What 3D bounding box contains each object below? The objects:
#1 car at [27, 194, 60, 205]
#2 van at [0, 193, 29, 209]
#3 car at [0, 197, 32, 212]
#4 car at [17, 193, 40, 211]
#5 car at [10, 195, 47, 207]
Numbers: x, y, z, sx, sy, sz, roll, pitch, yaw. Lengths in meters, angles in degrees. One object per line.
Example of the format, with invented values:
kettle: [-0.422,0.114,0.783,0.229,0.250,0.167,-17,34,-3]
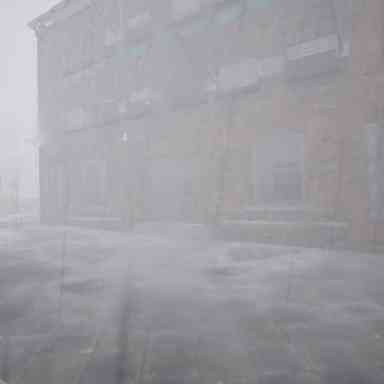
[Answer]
car: [-23.223,1.203,52.005,4.674,1.452,2.002,-2,2,24]
van: [-25.352,1.244,46.835,4.442,1.987,1.878,-2,2,24]
car: [-22.789,1.495,41.493,1.882,1.535,5.008,-2,2,23]
car: [-16.325,1.048,37.066,5.566,2.045,2.435,-2,2,24]
car: [-24.340,1.322,49.450,4.892,1.521,2.231,-2,2,24]
